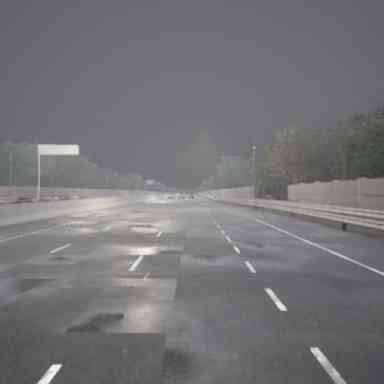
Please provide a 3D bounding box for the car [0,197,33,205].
[{"bbox_3d":[-17.498,1.150,32.596,1.882,1.535,5.008,0,0,0],"label":"car"}]
